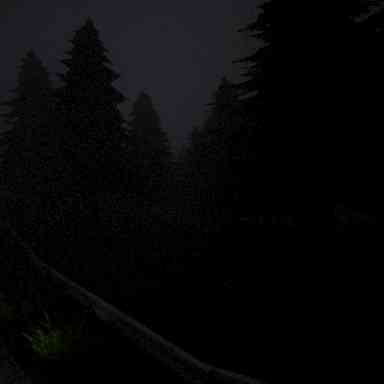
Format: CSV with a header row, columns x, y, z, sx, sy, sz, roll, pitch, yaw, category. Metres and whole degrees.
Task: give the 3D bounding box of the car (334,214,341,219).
x,y,z,sx,sy,sz,roll,pitch,yaw,category
35.334,6.667,82.760,4.181,1.385,1.994,-2,-4,-25,car
